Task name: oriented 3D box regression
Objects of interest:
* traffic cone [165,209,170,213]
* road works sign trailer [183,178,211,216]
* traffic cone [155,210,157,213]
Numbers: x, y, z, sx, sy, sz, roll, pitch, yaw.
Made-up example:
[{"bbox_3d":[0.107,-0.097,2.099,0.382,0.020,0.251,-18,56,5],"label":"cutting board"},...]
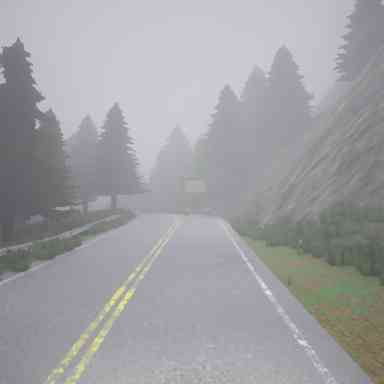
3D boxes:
[{"bbox_3d":[-3.055,2.181,38.700,0.340,0.580,0.340,2,-3,-17],"label":"traffic cone"},{"bbox_3d":[0.270,0.452,32.386,2.380,3.560,2.880,-1,0,-17],"label":"road works sign trailer"},{"bbox_3d":[-4.237,2.401,42.536,0.340,0.580,0.340,2,-7,-17],"label":"traffic cone"}]
